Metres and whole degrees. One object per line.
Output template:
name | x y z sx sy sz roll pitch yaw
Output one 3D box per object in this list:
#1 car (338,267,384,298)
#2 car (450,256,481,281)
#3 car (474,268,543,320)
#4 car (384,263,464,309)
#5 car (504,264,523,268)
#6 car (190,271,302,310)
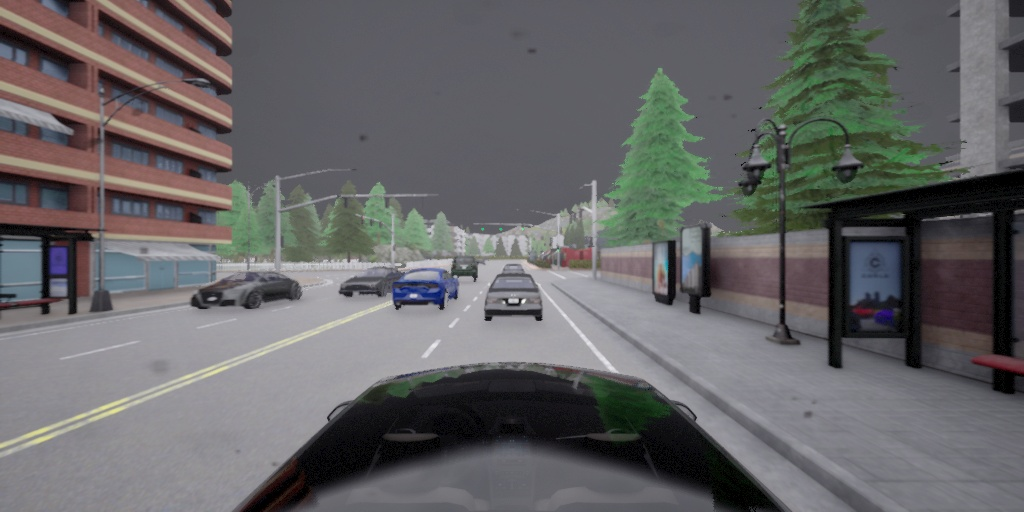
car | -7.004 1.305 18.831 2.033 1.411 5.357 0 0 1
car | -4.065 0.974 30.288 2.150 2.045 5.566 1 1 -8
car | 0.065 1.303 12.562 2.033 1.411 5.357 0 0 1
car | -3.410 1.234 14.988 1.882 1.535 5.008 0 0 1
car | 0.101 1.309 27.549 2.033 1.411 5.357 0 0 1
car | -10.544 1.319 14.602 1.994 1.385 4.181 0 0 0
